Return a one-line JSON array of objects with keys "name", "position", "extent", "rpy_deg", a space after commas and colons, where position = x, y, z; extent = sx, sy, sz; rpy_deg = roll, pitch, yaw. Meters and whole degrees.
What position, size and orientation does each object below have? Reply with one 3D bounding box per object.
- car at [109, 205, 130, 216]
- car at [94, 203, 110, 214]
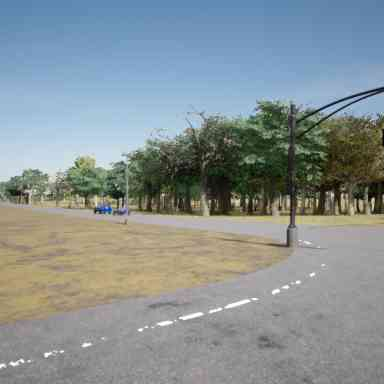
[{"name": "car", "position": [-12.093, 3.272, 56.974], "extent": [1.812, 1.442, 4.674], "rpy_deg": [1, -2, -33]}, {"name": "car", "position": [-17.590, 3.259, 65.381], "extent": [2.150, 2.045, 5.566], "rpy_deg": [1, -2, -33]}]
